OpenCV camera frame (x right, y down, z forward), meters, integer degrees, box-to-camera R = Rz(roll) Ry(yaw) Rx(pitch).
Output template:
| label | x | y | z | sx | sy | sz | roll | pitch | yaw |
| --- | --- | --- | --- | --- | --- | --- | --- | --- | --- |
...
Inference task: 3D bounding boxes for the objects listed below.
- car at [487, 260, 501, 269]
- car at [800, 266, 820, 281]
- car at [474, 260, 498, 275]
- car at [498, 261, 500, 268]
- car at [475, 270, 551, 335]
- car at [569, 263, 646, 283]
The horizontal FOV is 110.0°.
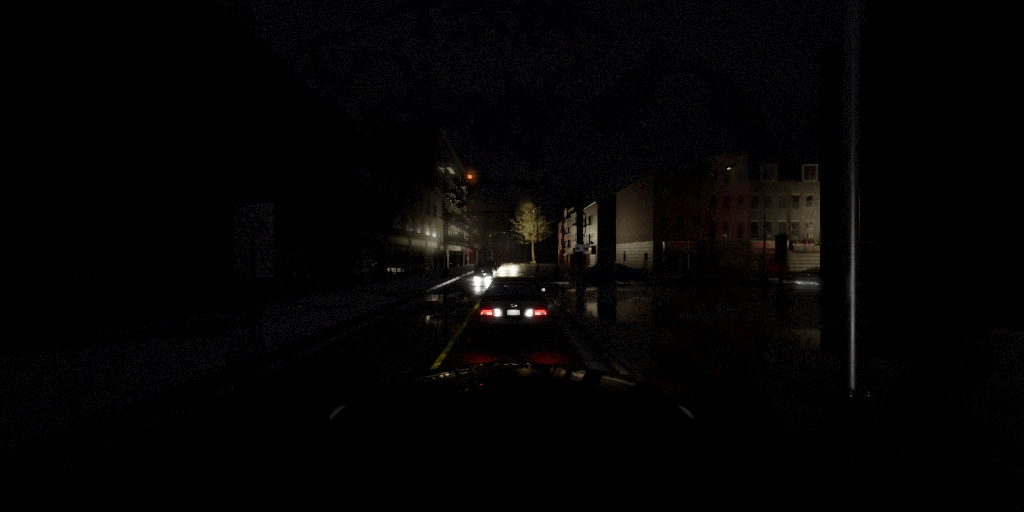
| label | x | y | z | sx | sy | sz | roll | pitch | yaw |
| --- | --- | --- | --- | --- | --- | --- | --- | --- | --- |
| car | -2.950 | 1.345 | 59.760 | 1.994 | 1.385 | 4.181 | 0 | 0 | 0 |
| car | 23.588 | 1.177 | 26.105 | 4.181 | 1.385 | 1.994 | 0 | 0 | 0 |
| car | -2.917 | 1.250 | 37.946 | 2.128 | 1.511 | 4.902 | 0 | 0 | 0 |
| car | -2.942 | 1.330 | 47.778 | 1.994 | 1.385 | 4.181 | 0 | 0 | 0 |
| car | 0.046 | 1.297 | 10.448 | 2.033 | 1.411 | 5.357 | 0 | 0 | 0 |
| car | 6.923 | 1.248 | 26.327 | 5.357 | 1.411 | 2.033 | 0 | 0 | 5 |
